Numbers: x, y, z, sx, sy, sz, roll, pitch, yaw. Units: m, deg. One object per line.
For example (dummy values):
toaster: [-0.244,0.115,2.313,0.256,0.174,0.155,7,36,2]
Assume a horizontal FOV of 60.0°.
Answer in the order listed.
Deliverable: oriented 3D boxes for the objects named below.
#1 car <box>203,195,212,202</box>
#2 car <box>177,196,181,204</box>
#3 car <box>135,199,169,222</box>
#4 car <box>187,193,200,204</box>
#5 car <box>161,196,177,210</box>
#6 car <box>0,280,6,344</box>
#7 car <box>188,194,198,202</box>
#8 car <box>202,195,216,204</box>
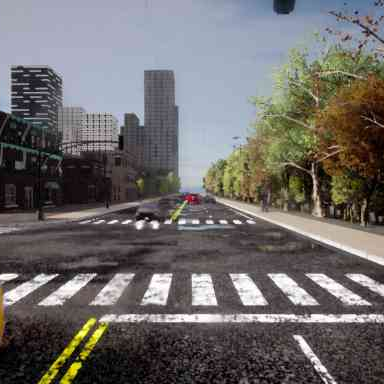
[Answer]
car: [3.402,1.470,73.082,1.837,1.490,4.892,0,0,0]
car: [-3.154,1.540,63.257,1.994,1.385,4.181,0,0,1]
car: [-3.296,1.540,26.846,2.033,1.411,5.357,0,0,0]
car: [0.228,1.198,62.214,2.150,2.045,5.566,0,0,1]
car: [-3.259,1.491,42.515,1.837,1.490,4.892,0,0,0]
car: [-3.346,1.477,2.227,1.882,1.535,5.008,0,0,0]
car: [0.164,1.325,72.781,2.097,1.767,4.553,0,0,0]
car: [3.482,1.540,63.126,1.994,1.385,4.181,0,0,0]
